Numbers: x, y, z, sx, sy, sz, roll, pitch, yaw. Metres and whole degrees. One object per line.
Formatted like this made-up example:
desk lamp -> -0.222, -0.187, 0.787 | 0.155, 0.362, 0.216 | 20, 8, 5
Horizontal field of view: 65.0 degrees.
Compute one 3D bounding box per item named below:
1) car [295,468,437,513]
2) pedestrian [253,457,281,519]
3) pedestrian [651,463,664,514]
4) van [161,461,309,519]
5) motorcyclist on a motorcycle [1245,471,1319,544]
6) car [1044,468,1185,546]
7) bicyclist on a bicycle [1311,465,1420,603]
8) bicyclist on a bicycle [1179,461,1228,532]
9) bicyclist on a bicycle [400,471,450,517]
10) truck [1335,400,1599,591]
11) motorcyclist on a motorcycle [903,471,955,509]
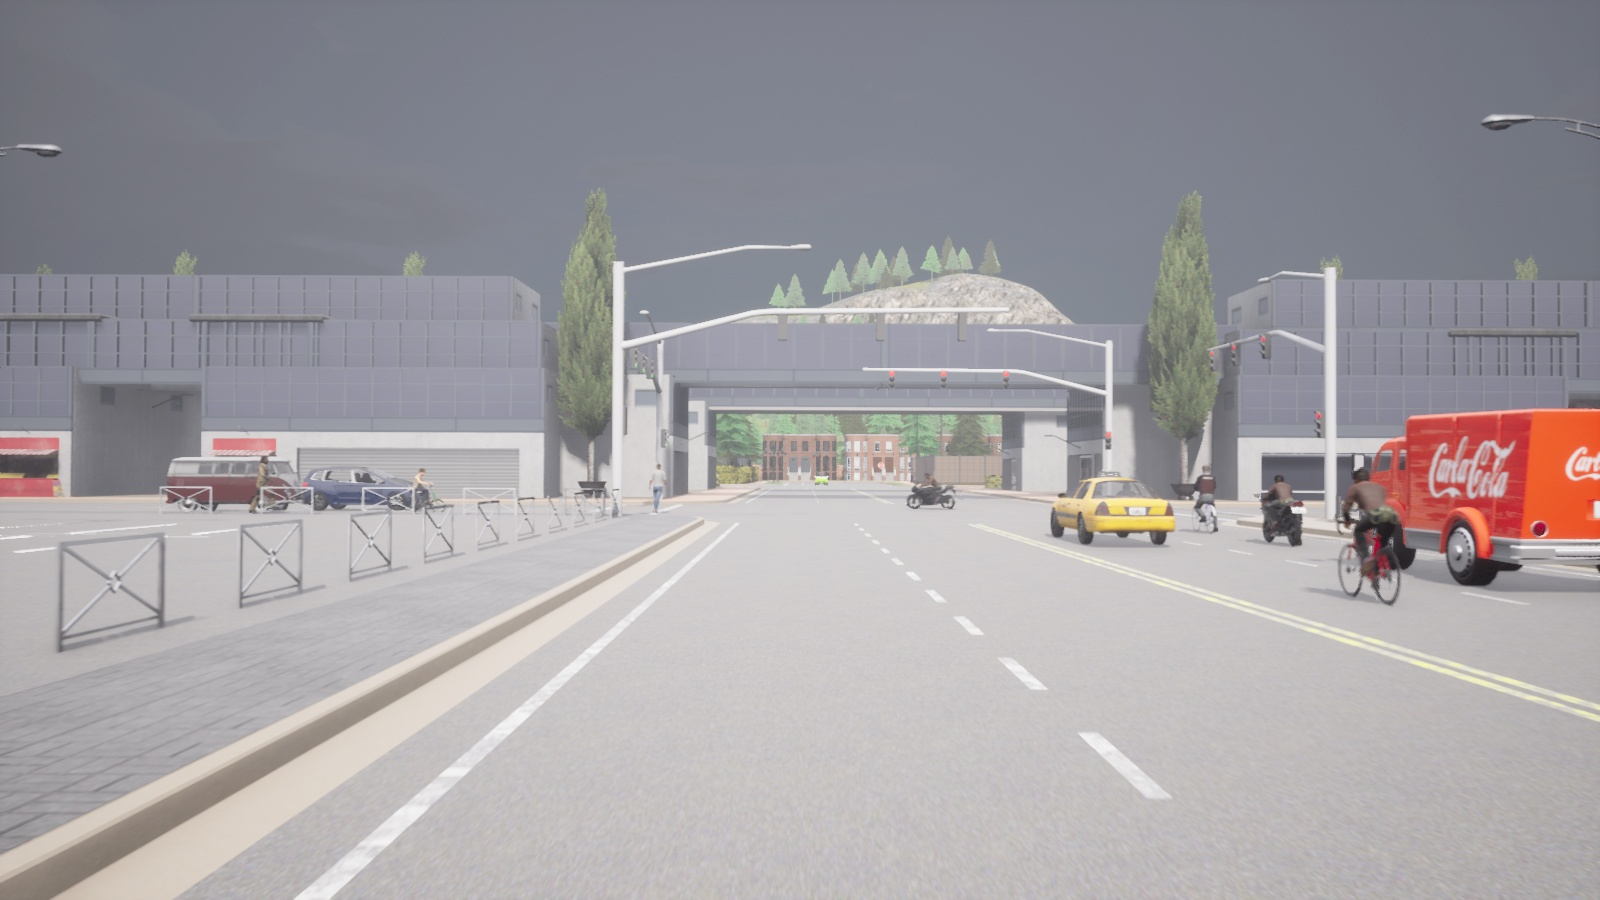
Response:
car -> -16.424, 1.524, 47.723 | 4.611, 1.667, 2.242 | 0, -1, 1
pedestrian -> -16.722, 1.199, 39.393 | 0.692, 1.930, 0.396 | 0, -1, 0
pedestrian -> -5.217, 1.405, 45.931 | 0.354, 1.836, 0.706 | 0, -1, 2
van -> -19.885, 1.389, 44.304 | 4.442, 1.987, 1.775 | 0, -1, 1
motorcyclist on a motorcycle -> 10.434, 1.212, 27.274 | 0.797, 1.523, 2.044 | 0, -1, 0
car -> 6.932, 1.199, 28.246 | 1.801, 1.575, 5.366 | 0, -1, 0
bicyclist on a bicycle -> 6.962, 1.000, 15.538 | 0.582, 1.620, 1.656 | 0, -1, 0
bicyclist on a bicycle -> 10.420, 1.188, 32.522 | 0.659, 1.776, 1.843 | 0, -1, 0
bicyclist on a bicycle -> -13.180, 1.543, 44.176 | 1.509, 1.612, 0.866 | 0, -1, 1
truck -> 10.452, 0.608, 18.827 | 2.627, 2.467, 5.204 | 0, 0, 0
motorcyclist on a motorcycle -> 5.253, 1.633, 51.194 | 2.044, 1.523, 0.797 | 0, -1, -1
